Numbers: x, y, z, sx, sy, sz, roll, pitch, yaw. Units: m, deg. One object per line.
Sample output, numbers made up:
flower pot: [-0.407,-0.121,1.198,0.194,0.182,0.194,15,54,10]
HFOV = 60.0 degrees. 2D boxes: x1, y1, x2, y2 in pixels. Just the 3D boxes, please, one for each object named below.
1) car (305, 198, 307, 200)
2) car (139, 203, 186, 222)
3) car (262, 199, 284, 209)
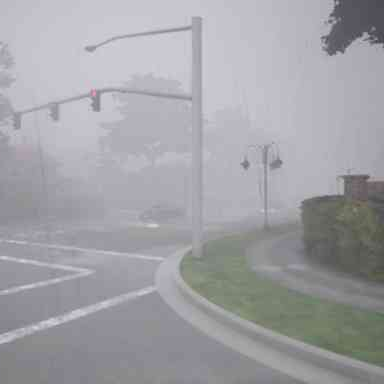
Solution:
car: [18.168,1.571,49.944,1.837,1.490,4.892,0,0,36]
car: [-2.284,1.609,27.157,1.812,1.442,4.674,0,0,35]
car: [11.412,1.647,46.639,1.994,1.385,4.181,0,0,35]
